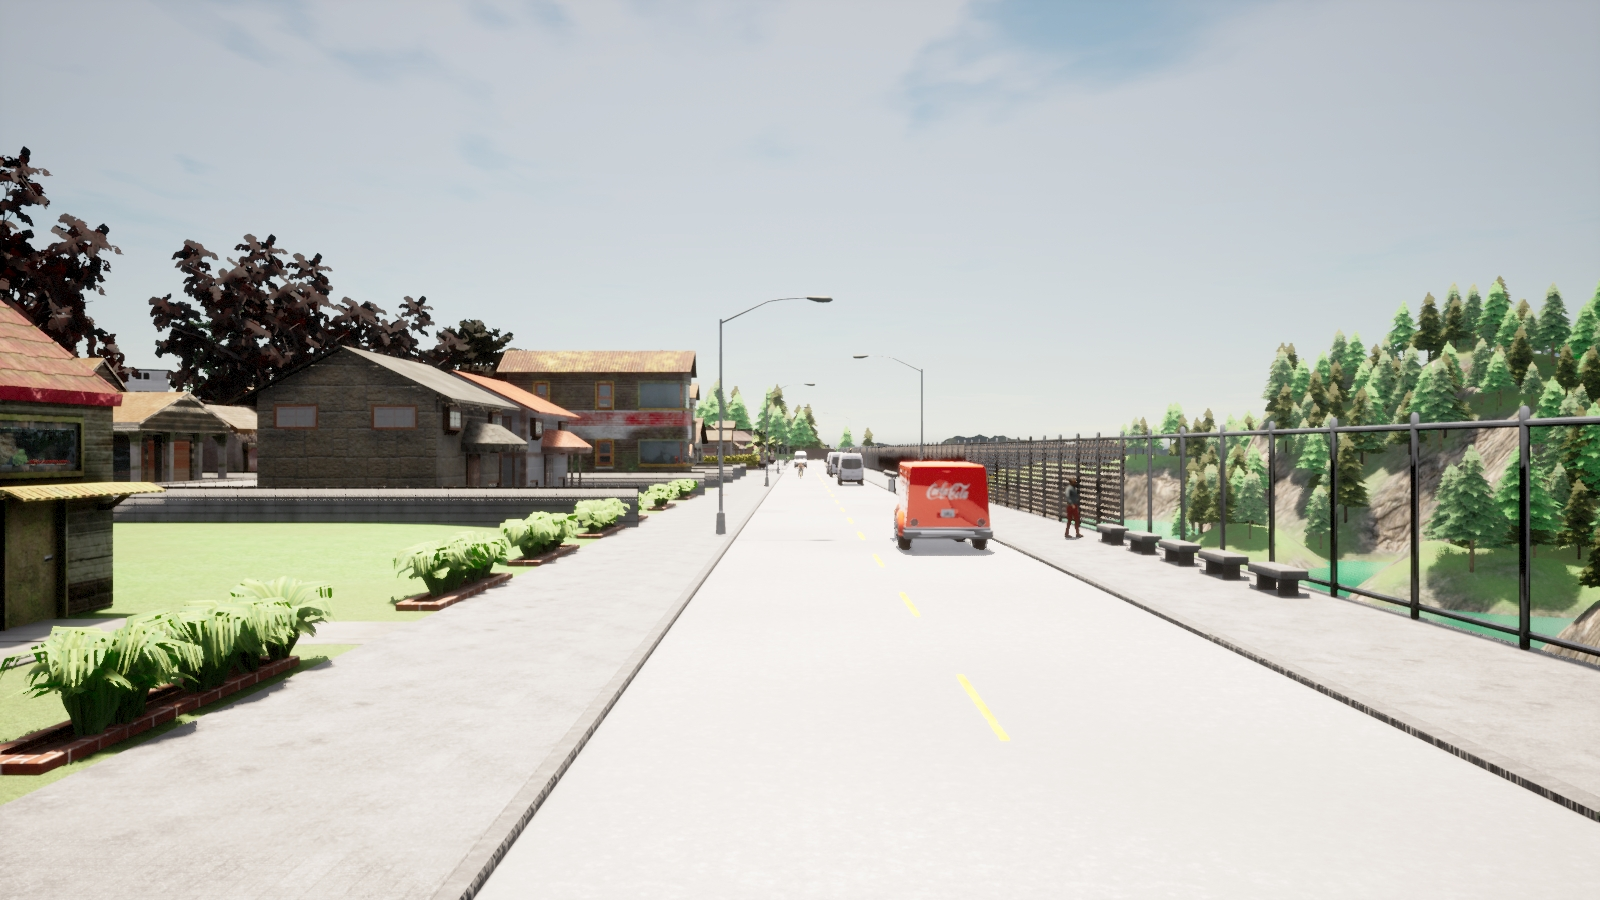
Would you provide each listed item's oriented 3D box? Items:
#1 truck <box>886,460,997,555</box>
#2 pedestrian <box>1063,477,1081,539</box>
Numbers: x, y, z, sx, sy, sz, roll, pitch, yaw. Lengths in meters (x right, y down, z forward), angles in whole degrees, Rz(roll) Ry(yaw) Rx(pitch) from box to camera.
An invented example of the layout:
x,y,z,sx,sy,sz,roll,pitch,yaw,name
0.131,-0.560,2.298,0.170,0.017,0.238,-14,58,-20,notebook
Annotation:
x,y,z,sx,sy,sz,roll,pitch,yaw,name
4.029,1.579,33.646,2.627,2.467,5.204,0,1,0,truck
8.231,1.743,34.629,0.375,1.860,0.375,0,0,-39,pedestrian
